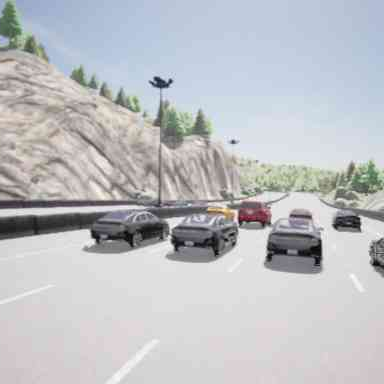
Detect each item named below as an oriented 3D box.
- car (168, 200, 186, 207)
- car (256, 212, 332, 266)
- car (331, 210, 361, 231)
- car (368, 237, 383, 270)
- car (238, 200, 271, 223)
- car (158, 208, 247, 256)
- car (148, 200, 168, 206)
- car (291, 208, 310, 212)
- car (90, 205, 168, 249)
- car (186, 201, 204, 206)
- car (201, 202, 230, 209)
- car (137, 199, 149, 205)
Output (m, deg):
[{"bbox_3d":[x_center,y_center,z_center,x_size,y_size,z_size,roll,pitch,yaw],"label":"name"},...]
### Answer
[{"bbox_3d":[-2.146,2.229,60.481,1.812,1.442,4.674,2,-1,19],"label":"car"},{"bbox_3d":[4.009,1.761,12.917,2.128,1.511,4.902,2,-1,19],"label":"car"},{"bbox_3d":[12.578,2.222,27.281,1.882,1.535,5.008,2,0,19],"label":"car"},{"bbox_3d":[6.619,1.861,9.790,2.033,1.411,5.357,2,-1,19],"label":"car"},{"bbox_3d":[5.187,1.724,27.324,2.150,2.045,5.566,2,-1,19],"label":"car"},{"bbox_3d":[0.703,1.667,14.062,2.128,1.511,4.902,2,-1,19],"label":"car"},{"bbox_3d":[-5.462,2.156,61.550,2.033,1.411,5.357,2,-1,19],"label":"car"},{"bbox_3d":[9.260,2.127,28.392,1.882,1.535,5.008,2,0,19],"label":"car"},{"bbox_3d":[-2.616,1.573,15.169,2.128,1.511,4.902,2,-1,19],"label":"car"},{"bbox_3d":[1.179,2.291,59.411,2.128,1.511,4.902,2,-1,19],"label":"car"},{"bbox_3d":[2.620,1.938,30.602,1.882,1.535,5.008,2,0,19],"label":"car"},{"bbox_3d":[-8.786,2.077,62.649,1.994,1.385,4.181,2,-1,19],"label":"car"}]
